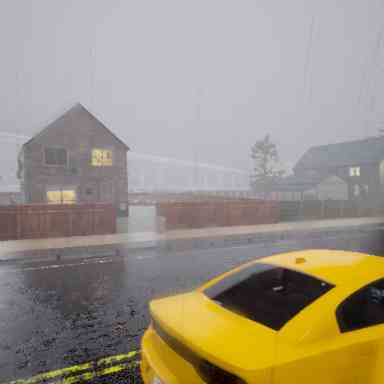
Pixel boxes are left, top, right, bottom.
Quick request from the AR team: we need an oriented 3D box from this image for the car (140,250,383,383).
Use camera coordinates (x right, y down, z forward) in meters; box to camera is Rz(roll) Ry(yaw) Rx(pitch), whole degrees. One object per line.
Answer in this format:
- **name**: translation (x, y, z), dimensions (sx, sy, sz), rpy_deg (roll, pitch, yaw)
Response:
- **car**: translation (1.891, 1.475, 4.001), dimensions (5.008, 1.535, 1.882), rpy_deg (0, 0, -29)
